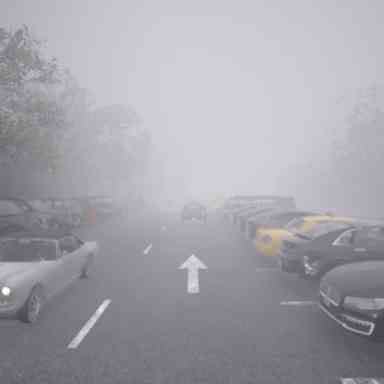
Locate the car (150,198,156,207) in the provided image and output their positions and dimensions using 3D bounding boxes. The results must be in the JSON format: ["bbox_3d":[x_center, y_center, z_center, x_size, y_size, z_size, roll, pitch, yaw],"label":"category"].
[{"bbox_3d":[-8.270,1.591,46.919,5.366,1.575,1.946,0,0,0],"label":"car"}]

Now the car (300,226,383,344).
[{"bbox_3d":[4.554,1.449,5.245,4.892,1.521,2.231,0,0,0],"label":"car"}]

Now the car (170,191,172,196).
[{"bbox_3d":[-8.641,1.129,90.430,4.674,1.452,2.002,0,0,0],"label":"car"}]

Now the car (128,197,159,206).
[{"bbox_3d":[-8.430,1.675,57.876,5.008,1.535,2.097,0,0,0],"label":"car"}]

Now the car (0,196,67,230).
[{"bbox_3d":[-8.490,1.256,13.688,5.566,2.045,2.435,0,0,0],"label":"car"}]

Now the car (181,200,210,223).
[{"bbox_3d":[0.146,1.566,25.462,1.895,1.301,4.718,0,0,0],"label":"car"}]

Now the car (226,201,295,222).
[{"bbox_3d":[4.602,1.459,19.126,4.792,1.488,2.163,0,0,0],"label":"car"}]

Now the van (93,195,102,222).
[{"bbox_3d":[-8.619,1.271,21.998,4.442,1.987,1.878,0,0,0],"label":"van"}]

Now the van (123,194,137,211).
[{"bbox_3d":[-8.595,1.291,35.718,4.442,1.987,1.878,0,0,0],"label":"van"}]

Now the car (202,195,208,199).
[{"bbox_3d":[4.438,1.523,46.877,5.366,1.575,1.946,0,0,0],"label":"car"}]

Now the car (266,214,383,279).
[{"bbox_3d":[4.546,1.446,8.021,4.892,1.521,2.231,0,0,0],"label":"car"}]

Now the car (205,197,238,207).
[{"bbox_3d":[4.629,1.565,52.429,5.008,1.535,2.097,0,0,0],"label":"car"}]

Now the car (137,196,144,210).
[{"bbox_3d":[-8.443,1.564,38.610,4.792,1.488,2.163,0,0,0],"label":"car"}]

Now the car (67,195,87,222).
[{"bbox_3d":[-8.485,1.252,16.458,5.566,2.045,2.435,0,0,0],"label":"car"}]

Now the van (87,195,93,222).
[{"bbox_3d":[-8.391,1.273,19.228,4.442,1.987,1.878,0,0,0],"label":"van"}]

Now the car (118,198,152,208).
[{"bbox_3d":[-8.447,1.656,49.689,4.674,1.452,2.002,0,0,0],"label":"car"}]

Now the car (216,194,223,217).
[{"bbox_3d":[4.556,1.295,27.452,4.553,1.767,2.185,0,0,0],"label":"car"}]

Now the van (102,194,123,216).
[{"bbox_3d":[-8.385,1.265,27.554,4.442,1.987,1.878,0,0,0],"label":"van"}]

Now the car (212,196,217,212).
[{"bbox_3d":[4.599,1.424,30.231,4.892,1.521,2.231,0,0,0],"label":"car"}]

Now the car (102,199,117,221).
[{"bbox_3d":[-8.502,1.492,24.768,5.008,1.535,2.097,0,0,0],"label":"car"}]

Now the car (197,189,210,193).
[{"bbox_3d":[4.410,0.893,90.589,4.553,1.767,2.185,0,0,0],"label":"car"}]

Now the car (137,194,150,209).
[{"bbox_3d":[-8.496,1.304,41.382,5.566,2.045,2.435,0,0,0],"label":"car"}]

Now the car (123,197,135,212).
[{"bbox_3d":[-8.510,1.531,32.945,4.792,1.488,2.163,0,0,0],"label":"car"}]

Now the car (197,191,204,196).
[{"bbox_3d":[4.457,1.049,85.019,4.792,1.488,2.163,0,0,0],"label":"car"}]

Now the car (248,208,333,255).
[{"bbox_3d":[4.743,1.437,10.796,5.366,1.575,1.946,0,0,0],"label":"car"}]

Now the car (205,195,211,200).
[{"bbox_3d":[4.612,1.505,44.100,4.892,1.521,2.231,0,0,0],"label":"car"}]

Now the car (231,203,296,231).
[{"bbox_3d":[4.597,1.462,16.349,4.792,1.488,2.163,0,0,0],"label":"car"}]

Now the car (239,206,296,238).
[{"bbox_3d":[4.592,1.466,13.573,4.792,1.488,2.163,0,0,0],"label":"car"}]

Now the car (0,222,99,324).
[{"bbox_3d":[-3.588,1.610,7.275,1.895,1.301,4.718,0,0,0],"label":"car"}]

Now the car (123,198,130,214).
[{"bbox_3d":[-8.515,1.523,30.306,4.792,1.488,2.163,0,0,0],"label":"car"}]

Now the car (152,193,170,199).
[{"bbox_3d":[-8.659,1.111,93.342,4.792,1.488,2.163,0,0,0],"label":"car"}]

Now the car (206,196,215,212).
[{"bbox_3d":[4.413,1.429,32.999,5.366,1.575,1.946,0,0,0],"label":"car"}]

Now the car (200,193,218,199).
[{"bbox_3d":[4.405,1.049,87.803,4.792,1.488,2.163,0,0,0],"label":"car"}]

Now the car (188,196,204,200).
[{"bbox_3d":[0.175,1.534,41.799,1.837,1.490,4.892,0,-1,0],"label":"car"}]

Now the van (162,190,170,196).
[{"bbox_3d":[-8.527,0.866,84.971,4.442,1.987,1.878,0,0,0],"label":"van"}]

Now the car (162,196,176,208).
[{"bbox_3d":[-3.477,1.682,50.863,1.994,1.385,4.181,0,-1,0],"label":"car"}]

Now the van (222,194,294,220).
[{"bbox_3d":[4.460,1.200,21.902,4.442,1.987,1.878,0,0,0],"label":"van"}]

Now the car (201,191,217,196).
[{"bbox_3d":[4.599,1.294,49.655,5.566,2.045,2.435,0,0,0],"label":"car"}]

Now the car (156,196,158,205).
[{"bbox_3d":[-8.472,1.530,55.106,4.553,1.767,2.185,0,0,0],"label":"car"}]
